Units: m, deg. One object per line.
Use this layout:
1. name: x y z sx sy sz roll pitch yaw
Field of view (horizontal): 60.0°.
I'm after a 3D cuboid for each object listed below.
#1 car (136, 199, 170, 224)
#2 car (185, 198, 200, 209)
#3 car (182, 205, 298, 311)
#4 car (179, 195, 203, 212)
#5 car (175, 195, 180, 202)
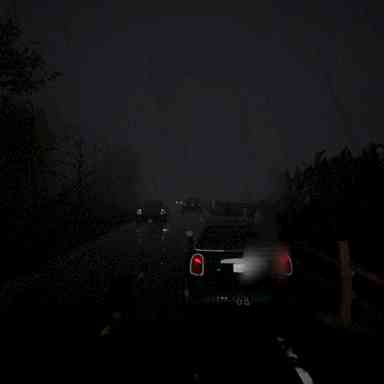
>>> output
1. car: -2.757 1.341 24.270 2.097 1.767 4.553 0 0 0
2. car: 0.046 1.565 45.351 1.895 1.301 4.718 0 0 0
3. car: 0.898 1.350 7.940 2.097 1.767 4.553 0 0 1
4. car: 0.063 1.331 35.387 2.097 1.767 4.553 0 0 0
5. car: -2.770 1.388 74.954 2.128 1.511 4.902 0 0 0
